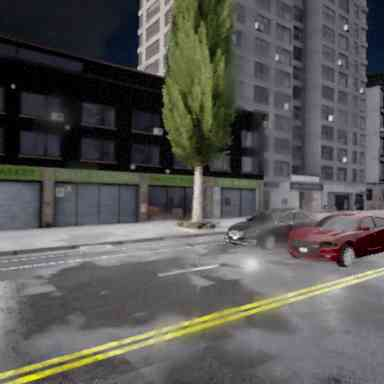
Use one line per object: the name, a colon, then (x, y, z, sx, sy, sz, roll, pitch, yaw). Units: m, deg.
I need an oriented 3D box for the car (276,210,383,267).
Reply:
car: (5.407, 1.463, 11.526, 5.008, 1.535, 1.882, 0, 0, -35)

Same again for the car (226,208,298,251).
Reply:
car: (3.634, 1.489, 14.253, 4.892, 1.490, 1.837, -1, 0, -36)
